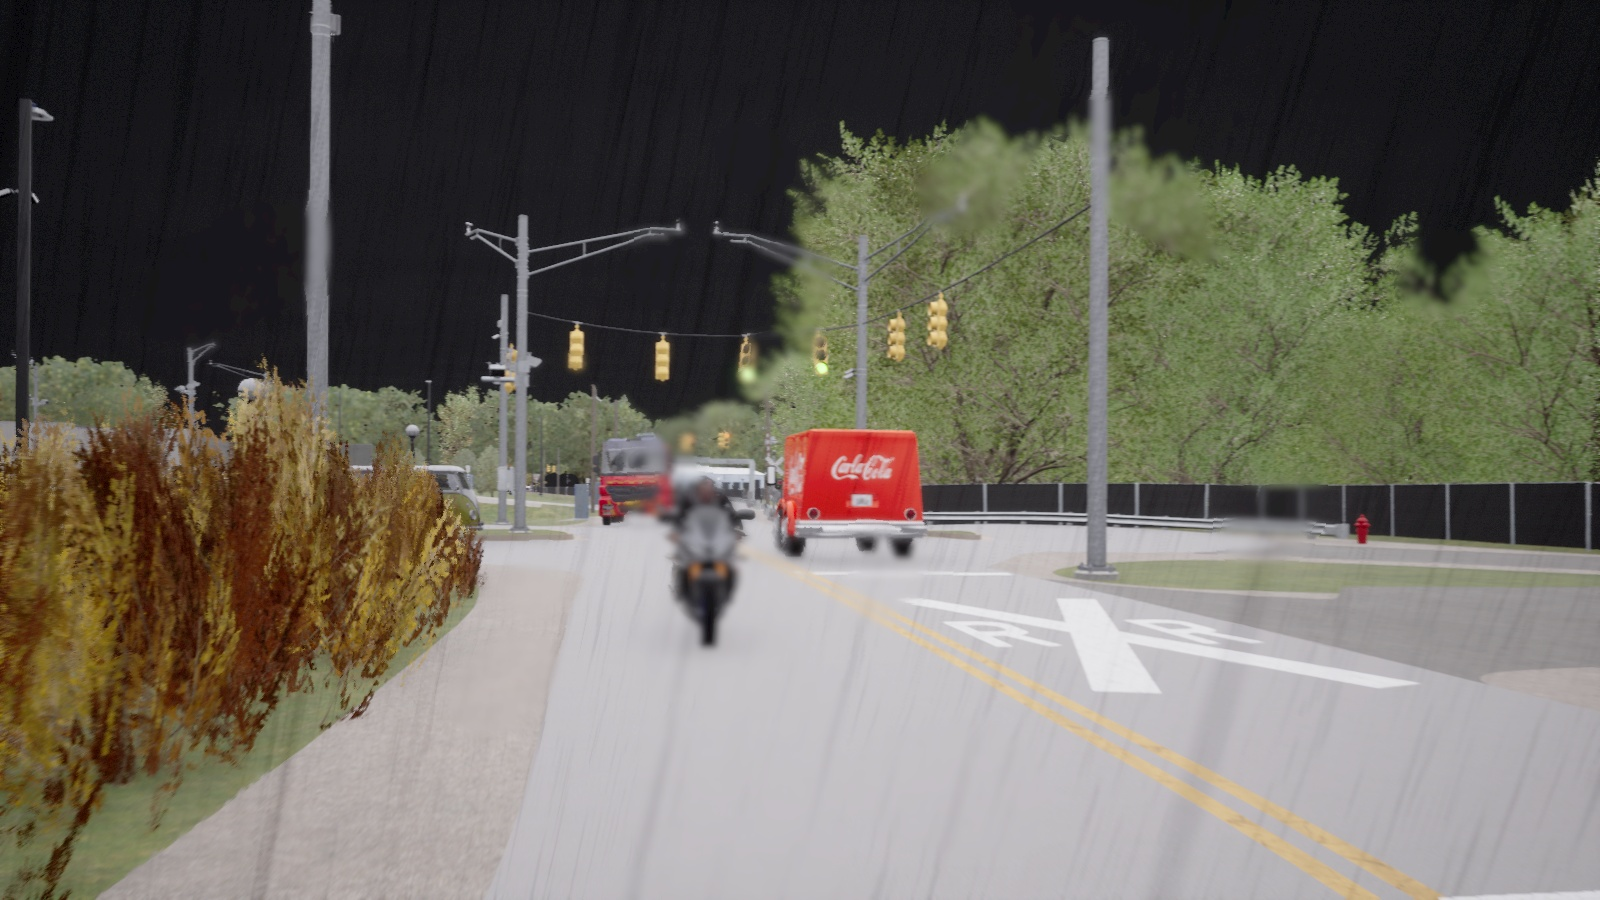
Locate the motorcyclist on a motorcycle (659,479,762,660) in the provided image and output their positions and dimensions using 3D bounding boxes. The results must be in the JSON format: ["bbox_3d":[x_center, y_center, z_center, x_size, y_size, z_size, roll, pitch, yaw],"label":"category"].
[{"bbox_3d":[-0.884,1.042,11.836,0.866,1.530,2.191,0,-1,-7],"label":"motorcyclist on a motorcycle"}]

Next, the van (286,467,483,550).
[{"bbox_3d":[-10.313,1.452,31.441,4.442,1.987,1.775,0,-2,-9],"label":"van"}]

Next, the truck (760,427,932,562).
[{"bbox_3d":[0.781,0.920,25.759,2.627,2.467,5.204,0,-2,-8],"label":"truck"}]

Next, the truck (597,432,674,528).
[{"bbox_3d":[-7.019,1.350,54.449,2.891,3.827,8.468,-1,-2,-5],"label":"truck"}]
